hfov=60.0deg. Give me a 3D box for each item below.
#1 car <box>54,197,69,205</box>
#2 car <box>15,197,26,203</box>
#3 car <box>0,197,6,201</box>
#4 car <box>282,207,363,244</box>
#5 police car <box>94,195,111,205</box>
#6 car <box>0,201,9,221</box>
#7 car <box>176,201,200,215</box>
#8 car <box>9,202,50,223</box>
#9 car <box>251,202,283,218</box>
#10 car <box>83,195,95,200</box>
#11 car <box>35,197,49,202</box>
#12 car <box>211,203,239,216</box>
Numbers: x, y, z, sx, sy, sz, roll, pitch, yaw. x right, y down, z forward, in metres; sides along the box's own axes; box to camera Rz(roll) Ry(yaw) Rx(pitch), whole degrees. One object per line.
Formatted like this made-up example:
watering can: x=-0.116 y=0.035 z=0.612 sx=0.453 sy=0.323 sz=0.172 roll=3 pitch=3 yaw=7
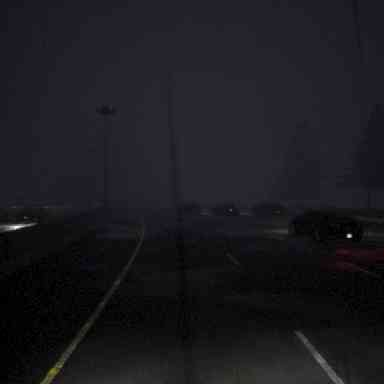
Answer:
car: x=-26.619 y=1.889 z=67.007 sx=1.837 sy=1.490 sz=4.892 roll=0 pitch=0 yaw=-27
car: x=-33.688 y=1.778 z=65.395 sx=2.033 sy=1.411 sz=5.357 roll=0 pitch=0 yaw=-27
car: x=-38.246 y=1.683 z=66.417 sx=1.837 sy=1.490 sz=4.892 roll=0 pitch=0 yaw=-30
car: x=6.427 y=1.606 z=16.505 sx=1.837 sy=1.490 sz=4.892 roll=1 pitch=0 yaw=-6
police car: x=-19.555 y=1.997 z=73.861 sx=1.930 sy=1.638 sz=5.238 roll=0 pitch=0 yaw=-29
car: x=-16.659 y=1.763 z=27.474 sx=1.812 sy=1.442 sz=4.674 roll=0 pitch=0 yaw=-11
car: x=-0.495 y=1.740 z=37.014 sx=1.882 sy=1.535 sz=5.008 roll=0 pitch=0 yaw=-14
car: x=-13.107 y=1.792 z=27.420 sx=1.994 sy=1.385 sz=4.181 roll=0 pitch=0 yaw=-11
car: x=7.506 y=1.707 z=33.242 sx=2.128 sy=1.511 sz=4.902 roll=0 pitch=0 yaw=-12
car: x=-24.745 y=1.871 z=82.647 sx=2.150 sy=2.045 sz=5.566 roll=0 pitch=0 yaw=-32
car: x=-30.342 y=1.926 z=66.555 sx=1.812 sy=1.442 sz=4.674 roll=0 pitch=0 yaw=-27
car: x=3.450 y=1.804 z=35.233 sx=1.994 sy=1.385 sz=4.181 roll=0 pitch=0 yaw=-13
